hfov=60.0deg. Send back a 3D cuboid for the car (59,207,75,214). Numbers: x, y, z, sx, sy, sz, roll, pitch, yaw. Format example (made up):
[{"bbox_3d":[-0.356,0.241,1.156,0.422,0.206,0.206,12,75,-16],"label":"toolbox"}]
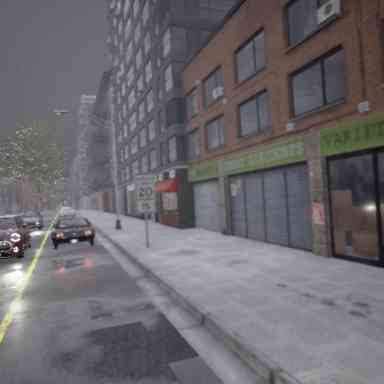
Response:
[{"bbox_3d":[-16.627,2.726,44.258,1.812,1.442,4.674,-3,-1,-21],"label":"car"}]

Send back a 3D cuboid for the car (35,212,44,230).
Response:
[{"bbox_3d":[-13.108,2.345,27.023,2.033,1.411,5.357,-3,0,-21],"label":"car"}]

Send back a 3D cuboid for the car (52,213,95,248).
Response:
[{"bbox_3d":[-6.140,1.981,17.130,1.895,1.301,4.718,-3,0,-21],"label":"car"}]

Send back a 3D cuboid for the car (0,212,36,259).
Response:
[{"bbox_3d":[-8.164,1.816,14.169,2.097,1.767,4.553,-3,0,-21],"label":"car"}]
